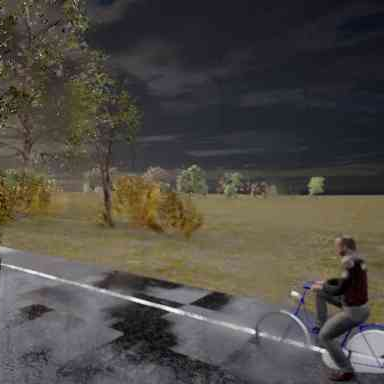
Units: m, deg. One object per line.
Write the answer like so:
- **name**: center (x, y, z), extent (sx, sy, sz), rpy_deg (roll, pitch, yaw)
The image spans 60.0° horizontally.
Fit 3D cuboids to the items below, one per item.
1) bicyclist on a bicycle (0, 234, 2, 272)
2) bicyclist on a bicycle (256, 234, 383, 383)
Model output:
- **bicyclist on a bicycle**: center (-5.568, 1.407, 9.045), extent (1.656, 1.620, 0.582), rpy_deg (0, 0, 36)
- **bicyclist on a bicycle**: center (1.590, 1.369, 3.921), extent (1.843, 1.776, 0.659), rpy_deg (1, 0, 36)
